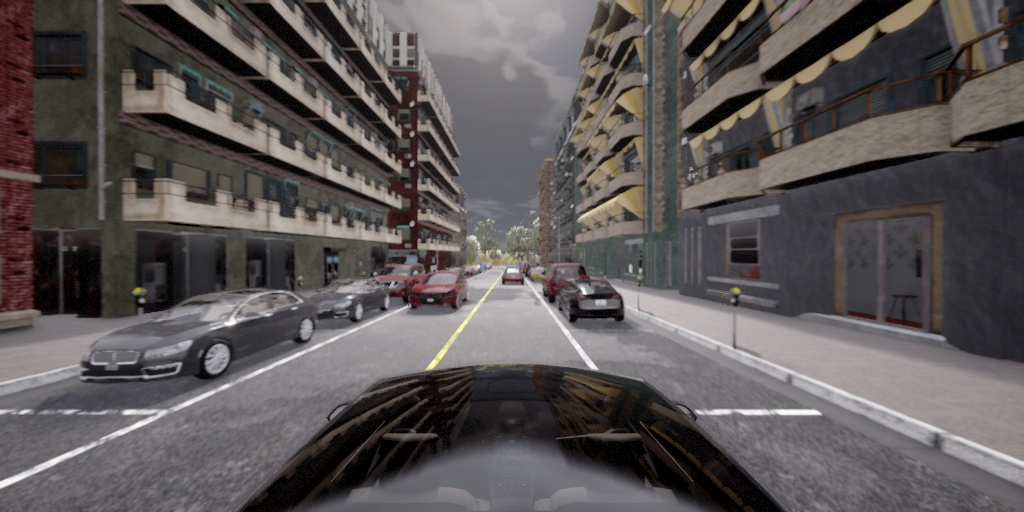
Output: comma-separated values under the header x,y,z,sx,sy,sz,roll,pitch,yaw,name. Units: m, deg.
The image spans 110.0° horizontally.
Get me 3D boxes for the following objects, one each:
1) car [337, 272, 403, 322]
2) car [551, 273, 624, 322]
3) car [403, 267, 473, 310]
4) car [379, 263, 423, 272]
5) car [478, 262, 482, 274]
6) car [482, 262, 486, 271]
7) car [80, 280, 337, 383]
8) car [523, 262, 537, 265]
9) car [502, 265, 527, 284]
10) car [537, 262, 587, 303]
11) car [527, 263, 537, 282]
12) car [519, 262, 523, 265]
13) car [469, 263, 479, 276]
x,y,z,sx,sy,sz,roll,pitch,yaw,name
-5.690,1.455,12.806,2.007,1.370,4.403,0,0,0,car
2.691,1.470,12.855,1.948,1.339,4.313,0,0,0,car
-3.098,1.427,16.089,1.882,1.535,5.008,0,-1,0,car
-5.690,1.296,18.330,2.192,1.841,5.009,0,0,0,car
-5.691,1.965,51.303,1.751,1.417,4.829,0,0,0,car
-5.691,2.081,56.996,1.948,1.339,4.313,0,0,0,car
-5.690,1.378,7.284,2.007,1.370,4.403,0,0,0,car
2.690,1.678,45.997,2.192,1.841,5.009,0,0,0,car
0.098,1.739,32.420,1.994,1.385,4.181,0,-1,0,car
2.691,1.296,18.378,2.192,1.841,5.009,0,0,0,car
2.690,1.736,35.119,1.751,1.417,4.829,0,0,0,car
0.095,1.838,45.807,1.882,1.535,5.008,0,-1,0,car
-5.691,1.908,45.948,1.888,1.381,4.507,0,0,0,car
